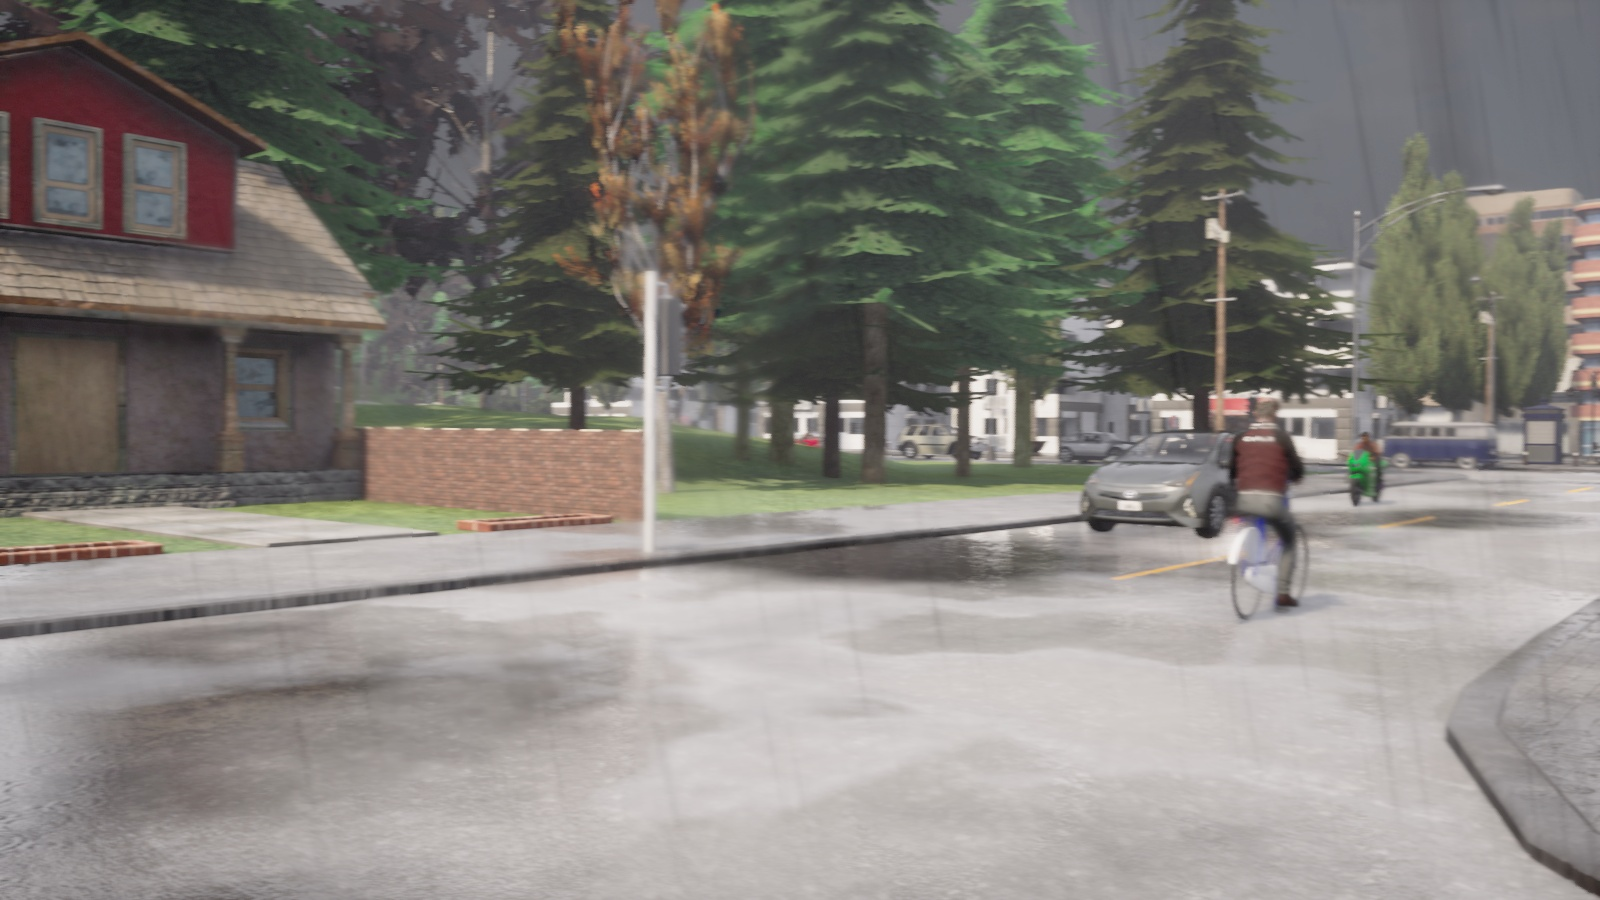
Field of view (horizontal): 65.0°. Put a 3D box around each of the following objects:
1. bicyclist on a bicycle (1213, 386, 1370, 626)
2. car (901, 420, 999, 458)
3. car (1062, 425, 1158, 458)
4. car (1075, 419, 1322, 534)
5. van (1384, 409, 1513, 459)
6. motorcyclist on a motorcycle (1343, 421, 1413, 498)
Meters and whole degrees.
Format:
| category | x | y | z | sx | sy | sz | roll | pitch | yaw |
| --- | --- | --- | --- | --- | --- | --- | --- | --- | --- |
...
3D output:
| category | x | y | z | sx | sy | sz | roll | pitch | yaw |
| --- | --- | --- | --- | --- | --- | --- | --- | --- | --- |
| bicyclist on a bicycle | 4.031 | 0.392 | 10.222 | 0.659 | 1.776 | 1.843 | 0 | 1 | 39 |
| car | 7.566 | -0.561 | 63.510 | 4.605 | 1.855 | 1.932 | 0 | 1 | 40 |
| car | 14.248 | -0.392 | 57.875 | 3.806 | 1.475 | 1.970 | 0 | 1 | 41 |
| car | 6.153 | 0.304 | 19.033 | 2.007 | 1.525 | 4.514 | 0 | 1 | 40 |
| van | 26.954 | -0.649 | 52.291 | 4.442 | 1.987 | 1.775 | 0 | 1 | 44 |
| motorcyclist on a motorcycle | 11.877 | 0.169 | 25.767 | 0.797 | 1.523 | 2.044 | 0 | 1 | 40 |
